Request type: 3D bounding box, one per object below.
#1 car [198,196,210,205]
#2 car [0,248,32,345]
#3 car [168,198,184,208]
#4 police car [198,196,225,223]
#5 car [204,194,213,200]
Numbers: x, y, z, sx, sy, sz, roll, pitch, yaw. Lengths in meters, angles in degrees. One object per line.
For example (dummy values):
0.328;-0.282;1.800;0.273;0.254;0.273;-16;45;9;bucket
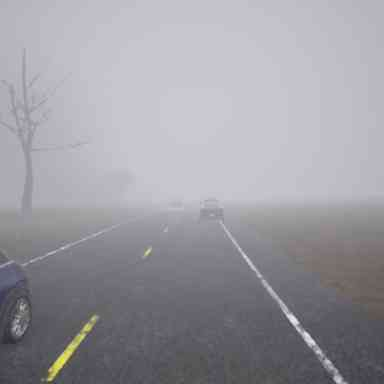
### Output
2.185;1.498;59.798;2.033;1.411;5.357;0;0;4;car
-3.570;1.349;3.312;2.097;1.767;4.553;0;0;0;car
-2.193;1.529;46.946;1.994;1.385;4.181;0;0;3;car
1.466;1.409;25.482;1.930;1.638;5.238;0;0;2;police car
4.087;1.289;82.023;1.812;1.442;4.674;0;0;6;car
